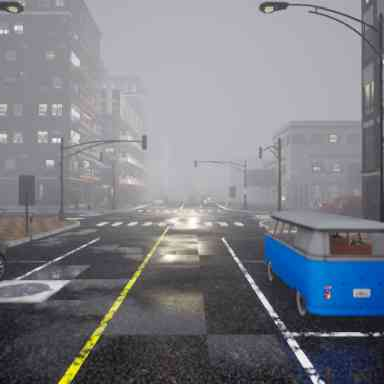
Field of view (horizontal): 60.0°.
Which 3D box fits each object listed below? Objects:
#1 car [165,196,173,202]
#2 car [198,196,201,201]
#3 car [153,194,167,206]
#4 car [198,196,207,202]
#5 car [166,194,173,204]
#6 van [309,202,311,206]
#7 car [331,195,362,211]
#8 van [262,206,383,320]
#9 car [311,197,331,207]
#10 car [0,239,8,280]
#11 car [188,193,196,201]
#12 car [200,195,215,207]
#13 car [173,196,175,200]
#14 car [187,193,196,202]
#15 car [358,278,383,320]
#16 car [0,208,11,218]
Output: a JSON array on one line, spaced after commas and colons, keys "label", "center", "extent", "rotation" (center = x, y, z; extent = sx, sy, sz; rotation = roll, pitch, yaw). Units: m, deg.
[{"label": "car", "center": [-5.742, 1.665, 84.901], "extent": [1.752, 1.417, 4.829], "rotation": [0, 0, 0]}, {"label": "car", "center": [2.653, 1.669, 62.920], "extent": [1.802, 1.307, 4.206], "rotation": [0, 0, 0]}, {"label": "car", "center": [-5.724, 1.601, 57.204], "extent": [1.752, 1.417, 4.829], "rotation": [0, 0, 0]}, {"label": "car", "center": [2.639, 1.691, 85.076], "extent": [2.008, 1.369, 4.403], "rotation": [0, 0, 0]}, {"label": "car", "center": [-5.730, 1.414, 68.454], "extent": [2.192, 1.841, 5.009], "rotation": [0, 0, 0]}, {"label": "van", "center": [14.877, 1.447, 36.334], "extent": [3.998, 1.788, 1.690], "rotation": [0, 0, 0]}, {"label": "car", "center": [14.904, 1.374, 27.954], "extent": [5.009, 1.841, 2.192], "rotation": [0, -1, 0]}, {"label": "van", "center": [2.656, 1.346, 7.055], "extent": [1.690, 1.788, 3.998], "rotation": [0, 0, 0]}, {"label": "car", "center": [15.471, 1.315, 33.744], "extent": [5.566, 2.045, 2.150], "rotation": [0, 0, 0]}, {"label": "car", "center": [-5.692, 1.571, 7.075], "extent": [1.947, 1.339, 4.313], "rotation": [0, 0, 0]}, {"label": "car", "center": [-0.055, 1.264, 88.680], "extent": [2.150, 2.045, 5.566], "rotation": [0, 0, 0]}, {"label": "car", "center": [2.660, 1.592, 52.012], "extent": [1.752, 1.417, 4.829], "rotation": [0, 0, 0]}, {"label": "car", "center": [-5.739, 1.677, 79.531], "extent": [2.008, 1.369, 4.403], "rotation": [0, 0, 0]}, {"label": "car", "center": [-0.050, 1.479, 78.616], "extent": [2.097, 1.767, 4.553], "rotation": [0, 0, 0]}, {"label": "car", "center": [2.659, 1.583, 1.366], "extent": [1.802, 1.307, 4.206], "rotation": [0, 0, 0]}, {"label": "car", "center": [-17.484, 1.550, 27.854], "extent": [4.206, 1.307, 1.802], "rotation": [0, 0, 0]}]
